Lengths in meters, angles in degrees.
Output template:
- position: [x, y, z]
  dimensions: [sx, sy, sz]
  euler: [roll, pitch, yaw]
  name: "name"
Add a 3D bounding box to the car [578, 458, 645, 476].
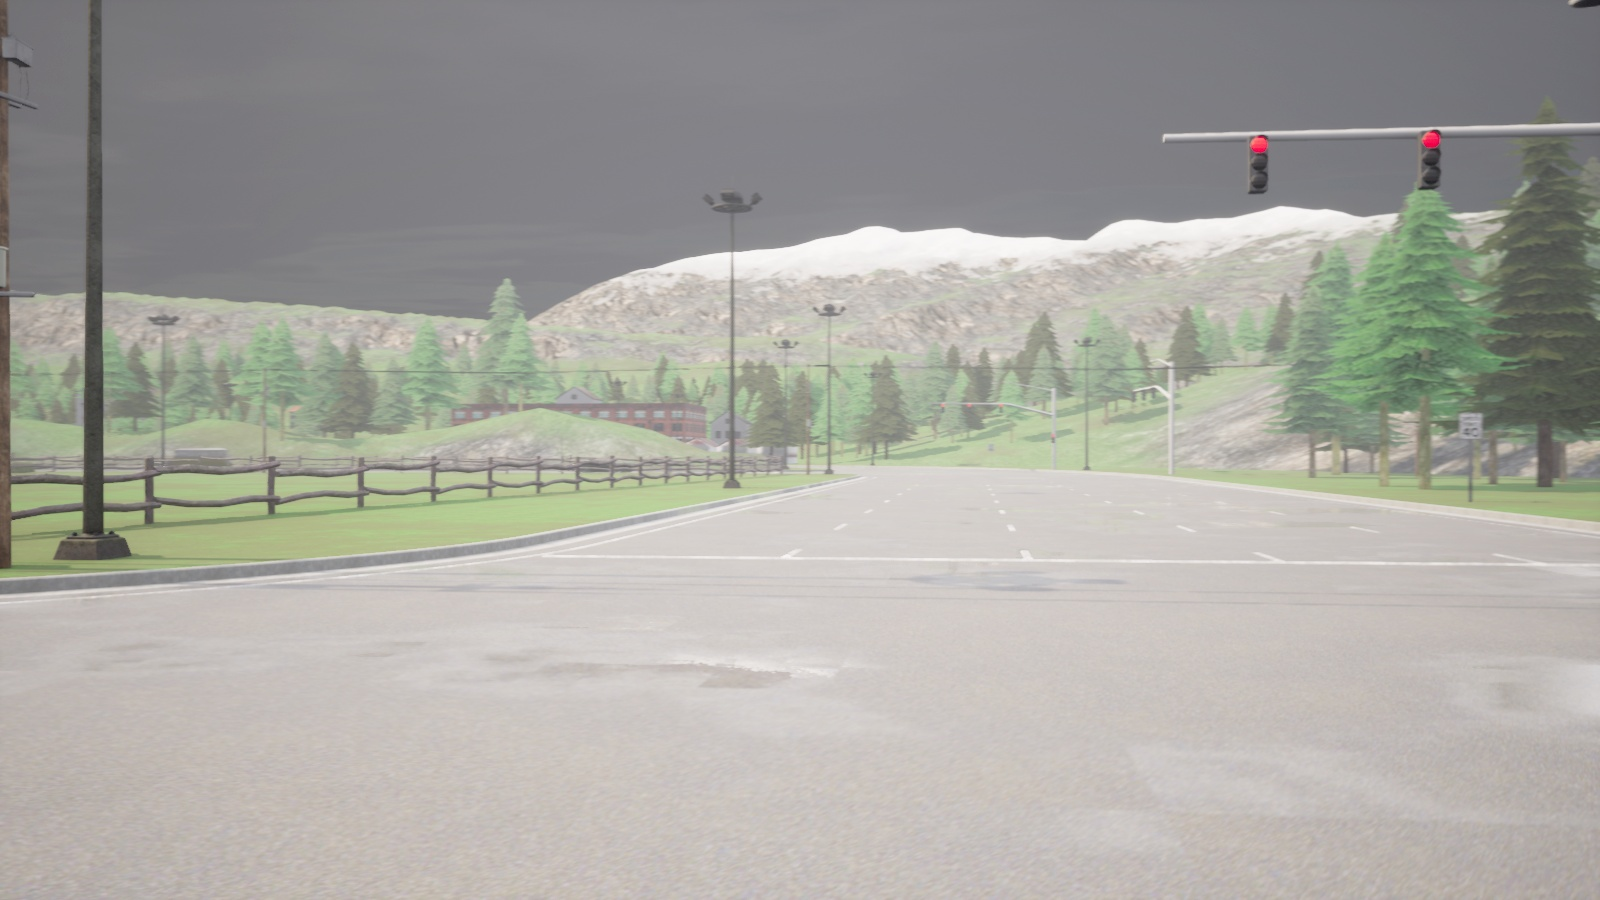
- position: [-14.402, 1.277, 95.815]
  dimensions: [4.718, 1.301, 1.895]
  euler: [0, 0, 7]
  name: "car"
